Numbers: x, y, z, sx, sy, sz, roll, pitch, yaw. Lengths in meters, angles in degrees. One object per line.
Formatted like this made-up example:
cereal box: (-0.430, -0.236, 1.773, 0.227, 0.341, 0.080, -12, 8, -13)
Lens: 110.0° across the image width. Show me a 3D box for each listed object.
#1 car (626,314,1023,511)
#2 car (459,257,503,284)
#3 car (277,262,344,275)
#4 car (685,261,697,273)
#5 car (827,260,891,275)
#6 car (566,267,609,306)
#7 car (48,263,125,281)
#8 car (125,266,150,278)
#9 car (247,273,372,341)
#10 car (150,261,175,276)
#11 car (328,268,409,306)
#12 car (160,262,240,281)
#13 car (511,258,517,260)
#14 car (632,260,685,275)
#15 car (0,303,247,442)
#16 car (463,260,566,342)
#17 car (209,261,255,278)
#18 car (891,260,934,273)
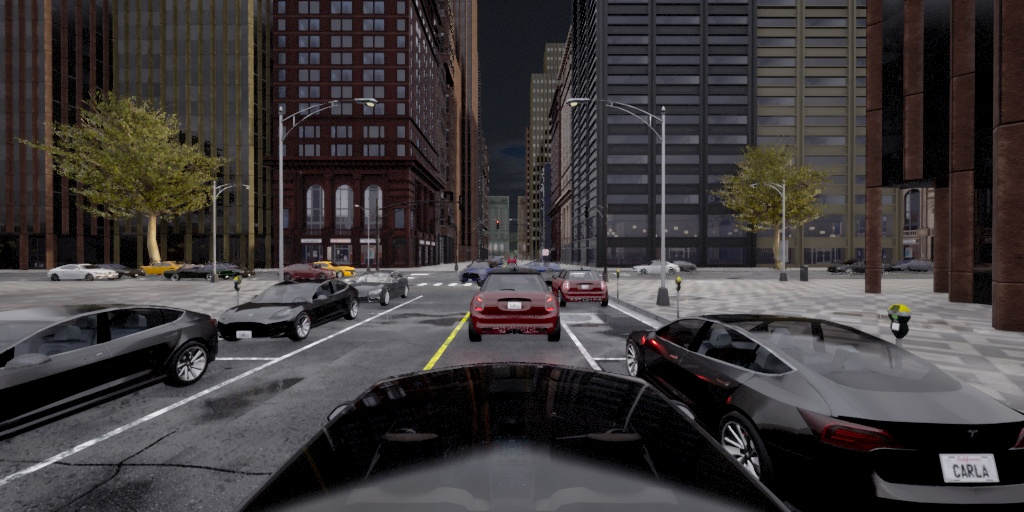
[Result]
car: (2.764, 1.316, 4.242, 1.948, 1.339, 4.313, 0, 0, 0)
car: (-2.335, 1.129, 27.193, 2.097, 1.767, 4.553, 0, 0, 15)
car: (-17.240, 1.345, 30.371, 4.674, 1.442, 1.812, 0, 0, -2)
car: (18.281, 1.210, 40.366, 4.674, 1.442, 1.812, 0, 0, 0)
car: (35.551, 1.168, 37.126, 4.892, 1.490, 1.837, 0, 0, 0)
car: (2.775, 1.191, 15.514, 1.967, 1.591, 4.097, 0, 0, 0)
car: (-36.309, 1.398, 30.354, 4.674, 1.442, 1.812, 0, 0, 0)
car: (-37.890, 1.409, 33.597, 5.357, 1.411, 2.033, 0, 0, -1)
car: (-5.756, 1.316, 9.884, 1.948, 1.339, 4.313, 0, 0, 0)
car: (-35.718, 1.316, 37.048, 5.008, 1.535, 1.882, 0, 0, 0)
car: (-5.750, 1.301, 15.521, 2.007, 1.370, 4.403, 0, 0, 0)
car: (-26.340, 1.445, 30.361, 4.718, 1.301, 1.895, 0, 0, 0)
car: (2.763, 1.292, 40.345, 5.357, 1.411, 2.033, -1, 0, 0)
car: (14.848, 1.234, 37.115, 4.674, 1.442, 1.812, 0, 0, 1)
car: (-5.761, 1.316, 4.248, 1.948, 1.339, 4.313, 0, 0, 0)
car: (0.075, 1.102, 9.977, 2.097, 1.767, 4.553, 0, 0, 1)
car: (-27.256, 1.379, 33.611, 5.357, 1.411, 2.033, 0, 0, 0)
car: (44.855, 1.179, 40.340, 5.357, 1.411, 2.033, 0, 0, 0)
